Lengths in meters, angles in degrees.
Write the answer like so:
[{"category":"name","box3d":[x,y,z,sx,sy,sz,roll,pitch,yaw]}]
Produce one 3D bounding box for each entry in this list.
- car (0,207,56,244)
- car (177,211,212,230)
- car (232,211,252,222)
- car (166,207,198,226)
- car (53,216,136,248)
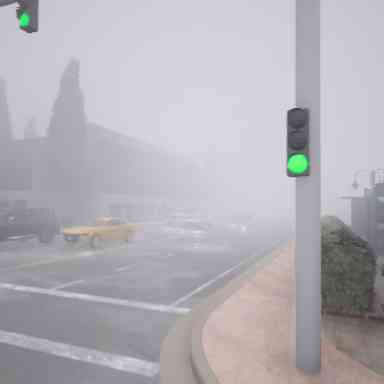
[{"category":"car","box3d":[-9.596,1.824,17.554,2.150,2.045,5.566,0,-2,23]},{"category":"car","box3d":[0.578,2.856,32.446,1.812,1.442,4.674,0,-2,23]},{"category":"car","box3d":[7.143,3.424,47.618,1.895,1.301,4.718,0,-3,23]},{"category":"car","box3d":[-0.894,2.753,37.919,2.150,2.045,5.566,0,-2,23]},{"category":"car","box3d":[-5.160,2.196,19.032,1.882,1.535,5.008,0,-3,23]}]
